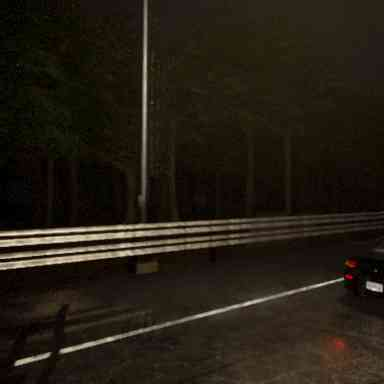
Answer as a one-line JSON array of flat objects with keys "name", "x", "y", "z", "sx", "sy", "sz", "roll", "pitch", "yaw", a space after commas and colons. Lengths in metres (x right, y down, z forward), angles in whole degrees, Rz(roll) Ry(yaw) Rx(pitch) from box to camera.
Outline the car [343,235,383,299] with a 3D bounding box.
[{"name": "car", "x": 5.253, "y": 1.608, "z": 7.491, "sx": 4.674, "sy": 1.442, "sz": 1.812, "roll": 1, "pitch": 0, "yaw": -35}]
